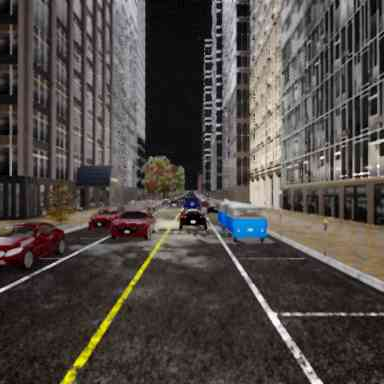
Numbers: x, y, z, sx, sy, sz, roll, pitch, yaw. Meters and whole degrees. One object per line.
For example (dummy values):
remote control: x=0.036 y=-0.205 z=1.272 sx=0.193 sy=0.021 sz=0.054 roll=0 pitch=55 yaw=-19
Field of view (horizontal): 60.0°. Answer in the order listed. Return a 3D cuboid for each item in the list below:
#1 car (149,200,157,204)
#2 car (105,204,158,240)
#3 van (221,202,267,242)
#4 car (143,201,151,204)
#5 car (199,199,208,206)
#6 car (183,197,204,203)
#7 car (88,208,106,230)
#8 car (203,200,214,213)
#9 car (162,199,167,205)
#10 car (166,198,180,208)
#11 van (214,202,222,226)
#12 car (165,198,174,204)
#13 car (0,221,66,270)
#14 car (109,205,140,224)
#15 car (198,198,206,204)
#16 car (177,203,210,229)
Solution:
car: x=-5.736 y=1.882 z=45.563 sx=1.967 sy=1.590 sz=4.097 roll=0 pitch=-1 yaw=0
car: x=-3.117 y=1.663 z=18.470 sx=1.882 sy=1.535 sz=5.008 roll=0 pitch=-1 yaw=0
van: x=2.672 y=1.513 z=17.080 sx=1.690 sy=1.788 sz=3.998 roll=0 pitch=-1 yaw=0
car: x=-5.725 y=1.888 z=34.166 sx=2.008 sy=1.369 sz=4.403 roll=0 pitch=-1 yaw=0
car: x=2.617 y=2.286 z=74.058 sx=1.802 sy=1.307 sz=4.206 roll=0 pitch=0 yaw=0
car: x=0.068 y=1.623 z=41.311 sx=2.150 sy=2.045 sz=5.566 roll=0 pitch=-1 yaw=0
car: x=-5.714 y=1.773 z=22.770 sx=1.887 sy=1.381 sz=4.507 roll=0 pitch=-1 yaw=0
car: x=2.650 y=1.956 z=39.872 sx=1.947 sy=1.339 sz=4.313 roll=0 pitch=-1 yaw=0
car: x=-5.764 y=2.255 z=74.051 sx=2.008 sy=1.369 sz=4.403 roll=0 pitch=-1 yaw=0
car: x=-3.106 y=2.100 z=60.043 sx=1.812 sy=1.442 sz=4.674 roll=0 pitch=-1 yaw=0
van: x=2.667 y=1.569 z=22.779 sx=1.690 sy=1.788 sz=3.998 roll=0 pitch=-1 yaw=0
car: x=-5.774 y=2.345 z=85.451 sx=1.887 sy=1.381 sz=4.507 roll=0 pitch=0 yaw=0
car: x=-5.703 y=1.697 z=11.373 sx=1.802 sy=1.307 sz=4.206 roll=0 pitch=-1 yaw=0
car: x=-5.719 y=1.865 z=28.468 sx=1.802 sy=1.307 sz=4.206 roll=0 pitch=-1 yaw=0
car: x=2.607 y=2.351 z=85.459 sx=2.008 sy=1.369 sz=4.403 roll=0 pitch=0 yaw=0
car: x=0.076 y=1.759 z=23.323 sx=1.812 sy=1.442 sz=4.674 roll=0 pitch=-1 yaw=0
